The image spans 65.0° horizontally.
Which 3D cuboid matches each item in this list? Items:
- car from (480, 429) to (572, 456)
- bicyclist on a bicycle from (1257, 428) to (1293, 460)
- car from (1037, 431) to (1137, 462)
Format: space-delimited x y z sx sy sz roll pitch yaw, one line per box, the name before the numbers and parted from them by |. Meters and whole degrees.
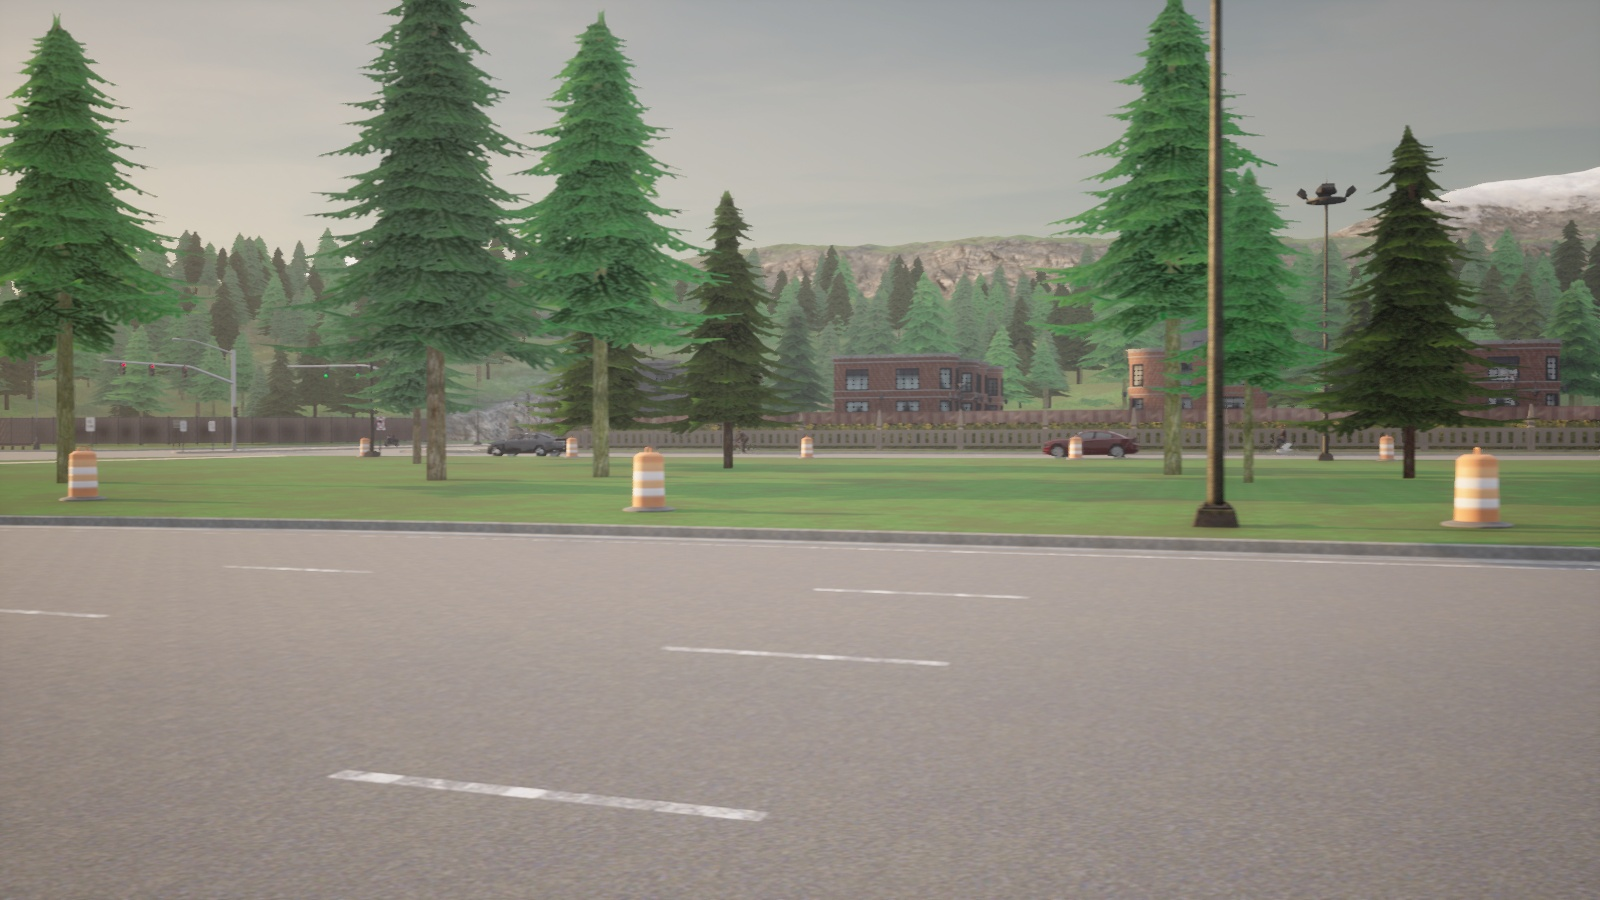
car | -16.002 -0.453 73.377 4.902 1.511 2.128 1 1 18
bicyclist on a bicycle | 26.552 -0.328 70.255 1.843 1.776 0.659 1 1 18
car | 15.239 -0.206 66.650 5.008 1.535 1.882 1 1 18
